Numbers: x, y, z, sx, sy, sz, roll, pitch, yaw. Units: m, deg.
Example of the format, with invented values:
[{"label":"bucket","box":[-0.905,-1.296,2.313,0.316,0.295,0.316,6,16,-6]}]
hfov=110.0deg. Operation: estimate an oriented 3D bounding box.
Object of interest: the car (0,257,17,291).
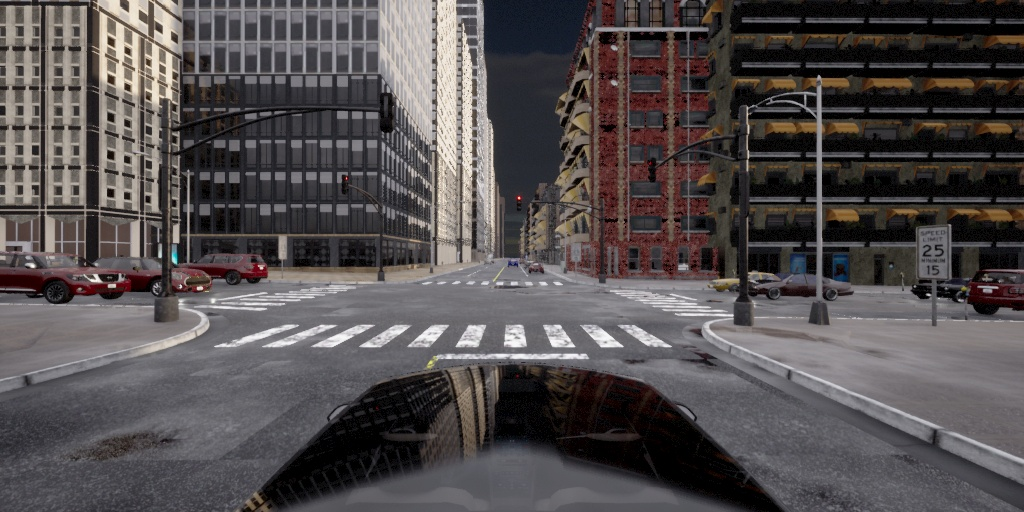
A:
[{"label":"car","box":[-25.842,0.772,15.967,5.008,1.535,1.882,1,0,0]}]

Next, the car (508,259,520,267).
[{"label":"car","box":[0.191,1.252,65.122,1.882,1.535,5.008,0,0,0]}]

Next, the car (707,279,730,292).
[{"label":"car","box":[14.660,1.587,22.055,4.829,1.417,1.751,0,0,0]}]

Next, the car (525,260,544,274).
[{"label":"car","box":[2.798,1.341,41.769,1.802,1.307,4.207,0,0,0]}]

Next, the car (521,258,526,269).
[{"label":"car","box":[2.766,1.317,54.686,2.007,1.370,4.403,0,0,0]}]

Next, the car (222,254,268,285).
[{"label":"car","box":[-17.681,0.776,21.819,5.009,1.841,2.192,0,0,0]}]

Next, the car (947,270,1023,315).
[{"label":"car","box":[20.616,1.461,13.750,5.009,1.841,2.192,0,0,0]}]

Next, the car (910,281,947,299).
[{"label":"car","box":[24.889,1.839,19.539,4.718,1.301,1.895,1,0,-1]}]

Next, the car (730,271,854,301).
[{"label":"car","box":[15.259,1.610,19.468,5.357,1.411,2.033,1,0,0]}]

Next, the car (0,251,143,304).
[{"label":"car","box":[-17.558,0.757,13.439,5.009,1.841,2.192,0,0,0]}]

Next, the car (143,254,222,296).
[{"label":"car","box":[-16.268,0.825,16.074,4.553,1.767,2.097,1,0,-2]}]
